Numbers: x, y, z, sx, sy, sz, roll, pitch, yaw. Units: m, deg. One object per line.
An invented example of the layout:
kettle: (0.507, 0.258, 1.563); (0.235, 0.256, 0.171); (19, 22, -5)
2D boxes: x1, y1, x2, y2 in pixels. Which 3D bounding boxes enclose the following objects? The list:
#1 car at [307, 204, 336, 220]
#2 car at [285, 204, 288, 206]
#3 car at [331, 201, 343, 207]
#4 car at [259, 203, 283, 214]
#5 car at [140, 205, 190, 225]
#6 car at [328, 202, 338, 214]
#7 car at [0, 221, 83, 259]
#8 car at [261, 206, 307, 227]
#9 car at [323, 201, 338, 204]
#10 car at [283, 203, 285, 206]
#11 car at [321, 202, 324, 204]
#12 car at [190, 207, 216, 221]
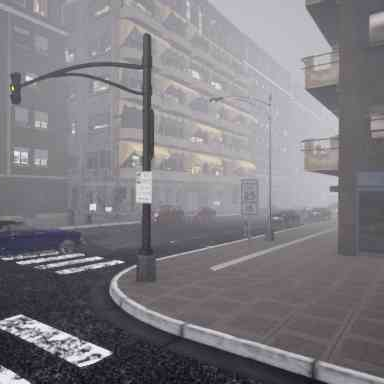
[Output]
car: (14.147, 2.295, 36.784); (1.947, 1.339, 4.313); (-1, -2, 35)
car: (13.040, 2.345, 39.651); (1.895, 1.301, 4.718); (0, -1, 35)
car: (36.430, 3.021, 83.491); (1.967, 1.590, 4.097); (-1, -1, 35)
car: (10.556, 2.326, 46.188); (1.887, 1.381, 4.507); (-1, -1, 35)
car: (-2.393, 1.820, 27.551); (1.967, 1.590, 4.097); (-1, -1, 35)
car: (20.719, 2.458, 46.245); (1.752, 1.417, 4.829); (-1, -2, 35)
car: (-6.303, 1.693, 11.816); (1.895, 1.301, 4.718); (0, -2, 35)
car: (7.671, 2.095, 27.463); (1.947, 1.339, 4.313); (-1, -2, 35)
car: (23.585, 2.596, 54.829); (1.812, 1.442, 4.674); (0, -1, 35)
car: (13.697, 2.403, 50.709); (1.752, 1.417, 4.829); (-1, -1, 35)
car: (29.948, 2.821, 74.175); (1.967, 1.590, 4.097); (-1, -1, 35)
car: (0.844, 2.063, 32.207); (1.802, 1.307, 4.206); (-1, -1, 35)
